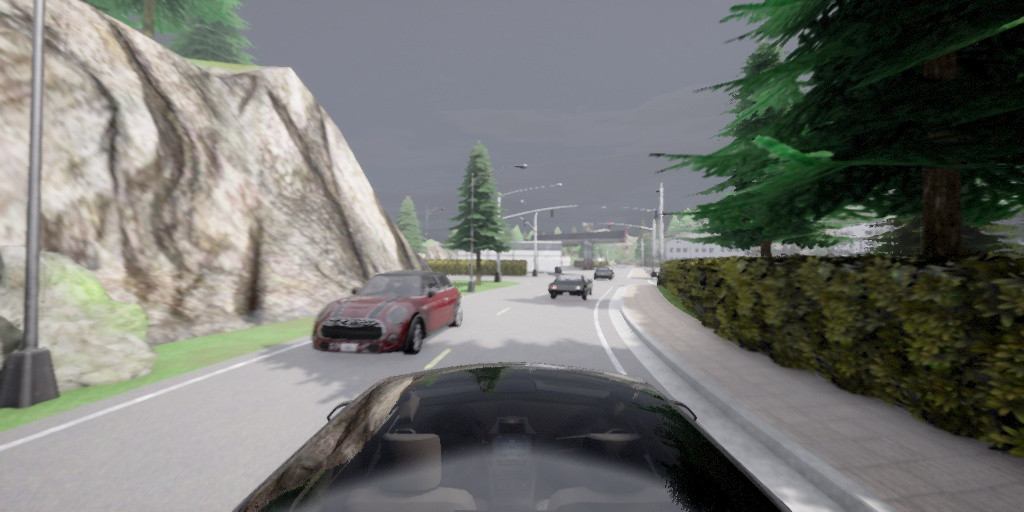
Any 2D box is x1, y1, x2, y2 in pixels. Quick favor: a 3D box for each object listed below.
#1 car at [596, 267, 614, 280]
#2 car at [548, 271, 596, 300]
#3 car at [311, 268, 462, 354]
[{"bbox_3d":[10.398,1.917,40.497,1.994,1.385,4.181,0,-1,19],"label":"car"},{"bbox_3d":[3.352,1.620,19.828,1.895,1.301,4.718,0,-1,18],"label":"car"},{"bbox_3d":[-2.793,1.176,9.068,2.097,1.767,4.553,0,-1,8],"label":"car"}]
